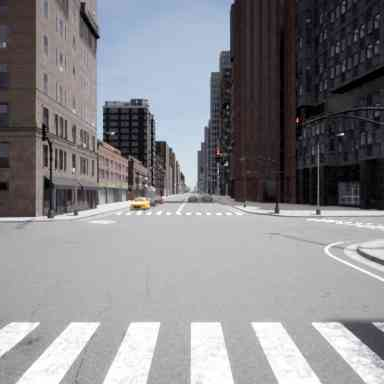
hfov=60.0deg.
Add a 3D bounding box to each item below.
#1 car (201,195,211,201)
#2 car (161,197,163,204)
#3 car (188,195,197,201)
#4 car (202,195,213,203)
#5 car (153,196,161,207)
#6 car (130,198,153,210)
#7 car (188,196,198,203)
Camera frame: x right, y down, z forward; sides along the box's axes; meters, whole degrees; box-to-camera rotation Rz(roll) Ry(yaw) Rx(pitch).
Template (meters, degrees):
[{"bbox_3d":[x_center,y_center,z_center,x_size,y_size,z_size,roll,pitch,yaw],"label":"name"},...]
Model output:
[{"bbox_3d":[3.380,1.492,81.363,2.128,1.511,4.902,0,0,0],"label":"car"},{"bbox_3d":[-6.464,1.482,61.844,1.882,1.535,5.008,0,0,0],"label":"car"},{"bbox_3d":[0.132,1.549,82.108,1.994,1.385,4.181,0,0,0],"label":"car"},{"bbox_3d":[3.364,1.525,70.943,2.128,1.511,4.902,0,0,0],"label":"car"},{"bbox_3d":[-6.501,1.569,51.423,1.994,1.385,4.181,0,0,1],"label":"car"},{"bbox_3d":[-6.530,1.481,42.173,1.882,1.535,5.008,0,0,0],"label":"car"},{"bbox_3d":[0.139,1.520,71.795,2.128,1.511,4.902,0,0,0],"label":"car"}]
